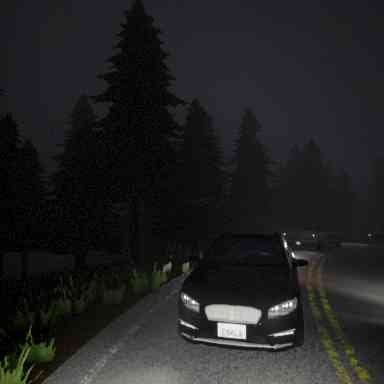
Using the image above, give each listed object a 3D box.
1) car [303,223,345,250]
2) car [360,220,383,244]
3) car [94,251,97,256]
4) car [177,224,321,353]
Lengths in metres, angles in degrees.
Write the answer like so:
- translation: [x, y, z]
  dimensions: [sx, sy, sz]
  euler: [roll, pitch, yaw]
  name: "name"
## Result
- translation: [6.501, 2.308, 17.696]
  dimensions: [1.895, 1.301, 4.718]
  euler: [-3, -6, 39]
  name: "car"
- translation: [15.844, 3.225, 26.457]
  dimensions: [5.566, 2.045, 2.150]
  euler: [8, -8, -28]
  name: "car"
- translation: [-20.261, 13.650, 72.972]
  dimensions: [4.181, 1.381, 1.994]
  euler: [-2, -5, 31]
  name: "car"
- translation: [1.133, 1.561, 6.602]
  dimensions: [2.128, 1.511, 4.902]
  euler: [-1, -2, 15]
  name: "car"
